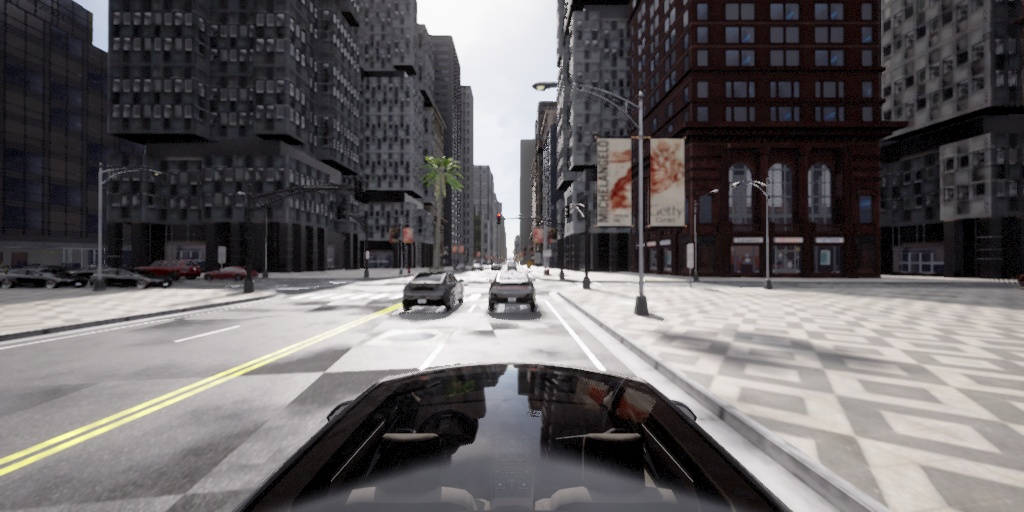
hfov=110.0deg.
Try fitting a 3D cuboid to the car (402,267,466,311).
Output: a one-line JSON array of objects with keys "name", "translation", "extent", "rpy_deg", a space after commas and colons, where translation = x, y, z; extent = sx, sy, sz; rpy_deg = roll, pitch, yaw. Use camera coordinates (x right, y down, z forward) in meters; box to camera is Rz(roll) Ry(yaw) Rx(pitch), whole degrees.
[{"name": "car", "translation": [-3.232, 1.400, 15.365], "extent": [1.837, 1.490, 4.892], "rpy_deg": [0, 0, 0]}]

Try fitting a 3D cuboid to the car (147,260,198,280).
[{"name": "car", "translation": [-30.703, 1.268, 31.971], "extent": [5.009, 1.841, 2.192], "rpy_deg": [0, 0, -1]}]

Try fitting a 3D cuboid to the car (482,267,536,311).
[{"name": "car", "translation": [0.018, 1.385, 15.367], "extent": [2.128, 1.511, 4.902], "rpy_deg": [0, 0, 0]}]

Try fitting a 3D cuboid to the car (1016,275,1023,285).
[{"name": "car", "translation": [45.616, 1.871, 29.920], "extent": [4.718, 1.301, 1.895], "rpy_deg": [0, 0, 0]}]

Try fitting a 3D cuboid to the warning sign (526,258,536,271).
[{"name": "warning sign", "translation": [2.856, 1.548, 58.139], "extent": [1.300, 1.860, 1.060], "rpy_deg": [0, 0, 0]}]

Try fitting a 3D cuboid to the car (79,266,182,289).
[{"name": "car", "translation": [-24.935, 1.493, 23.534], "extent": [4.313, 1.339, 1.948], "rpy_deg": [0, 0, -1]}]

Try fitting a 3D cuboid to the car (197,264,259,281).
[{"name": "car", "translation": [-25.064, 1.556, 32.058], "extent": [4.207, 1.307, 1.802], "rpy_deg": [0, 0, -1]}]

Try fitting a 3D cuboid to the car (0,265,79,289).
[{"name": "car", "translation": [-30.575, 1.472, 23.447], "extent": [4.313, 1.339, 1.948], "rpy_deg": [0, 0, -1]}]
